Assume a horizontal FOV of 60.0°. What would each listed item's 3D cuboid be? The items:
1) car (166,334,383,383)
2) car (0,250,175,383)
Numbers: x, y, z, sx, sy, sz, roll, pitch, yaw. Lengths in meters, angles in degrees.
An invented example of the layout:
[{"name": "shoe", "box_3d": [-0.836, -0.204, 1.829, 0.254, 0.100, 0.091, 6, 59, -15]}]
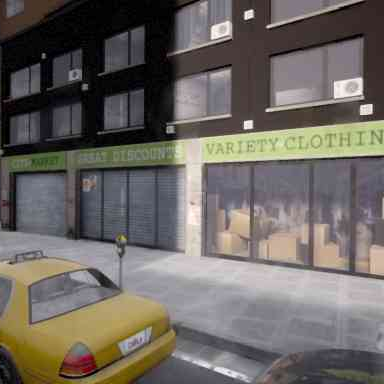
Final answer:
[{"name": "car", "box_3d": [2.248, 1.551, 1.521, 4.403, 1.369, 2.008, 0, 1, 35]}, {"name": "car", "box_3d": [-2.489, 1.524, 4.790, 4.829, 1.417, 1.752, 0, 1, 35]}]
